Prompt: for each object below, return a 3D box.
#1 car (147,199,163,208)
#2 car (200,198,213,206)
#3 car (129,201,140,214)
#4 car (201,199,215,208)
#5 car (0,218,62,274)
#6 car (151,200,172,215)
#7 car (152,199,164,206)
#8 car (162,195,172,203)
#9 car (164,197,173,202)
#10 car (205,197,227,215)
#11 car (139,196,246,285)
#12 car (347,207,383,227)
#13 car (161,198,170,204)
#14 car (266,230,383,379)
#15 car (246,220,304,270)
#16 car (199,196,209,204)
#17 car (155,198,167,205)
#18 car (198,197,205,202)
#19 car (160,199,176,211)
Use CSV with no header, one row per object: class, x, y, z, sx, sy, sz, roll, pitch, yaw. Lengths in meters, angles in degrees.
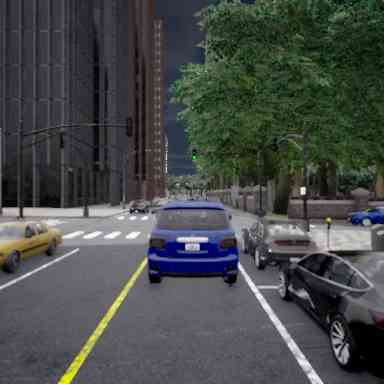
car,-5.967,1.791,54.009,2.008,1.369,4.403,0,0,0
car,2.538,1.819,59.506,2.008,1.369,4.403,0,0,0
car,-5.905,1.725,37.639,1.947,1.339,4.313,0,0,0
car,2.558,1.791,54.049,2.008,1.369,4.403,0,0,0
car,-5.802,1.568,10.804,1.752,1.417,4.829,0,0,0
car,-3.276,1.679,36.550,1.812,1.442,4.674,0,0,1
car,-5.988,1.850,59.466,1.802,1.307,4.206,0,0,0
car,-6.070,1.694,81.295,2.192,1.841,5.009,0,0,0
car,-6.091,1.952,86.751,1.887,1.381,4.507,0,0,0
car,2.620,1.474,37.682,2.192,1.841,5.009,0,0,0
car,0.043,1.262,9.787,2.150,2.045,5.566,0,0,1
car,14.701,1.906,25.865,5.008,1.535,1.882,1,0,-1
car,-6.050,1.933,75.837,1.802,1.307,4.206,0,0,0
car,2.743,1.588,5.503,1.947,1.339,4.313,0,0,0
car,2.722,1.594,11.016,2.008,1.369,4.403,0,0,0
car,2.496,1.763,70.419,1.967,1.590,4.097,0,0,0
car,-6.008,1.878,64.923,1.802,1.307,4.206,0,0,0
car,2.433,1.933,86.958,1.752,1.417,4.829,0,0,0
car,-3.271,1.724,45.700,1.812,1.442,4.674,0,0,0
